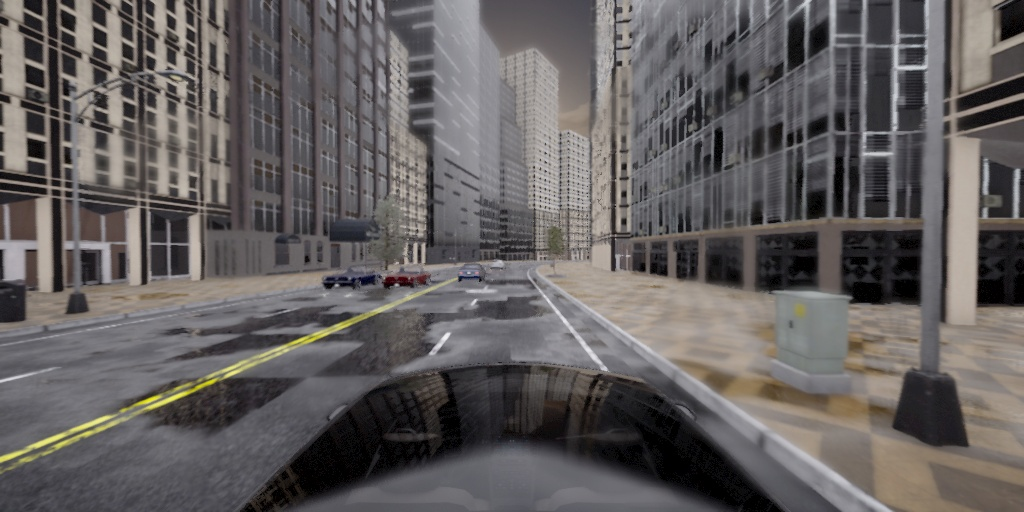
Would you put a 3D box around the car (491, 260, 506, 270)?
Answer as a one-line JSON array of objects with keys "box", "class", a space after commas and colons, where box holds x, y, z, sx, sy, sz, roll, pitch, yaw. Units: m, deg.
[{"box": [-2.026, 1.284, 53.353, 1.812, 1.442, 4.674, 0, 0, 5], "class": "car"}]

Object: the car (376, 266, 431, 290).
[{"box": [-6.572, 1.343, 22.659, 1.895, 1.301, 4.718, 0, 0, 0], "class": "car"}]

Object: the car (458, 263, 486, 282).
[{"box": [-3.156, 1.289, 28.875, 2.033, 1.411, 5.357, 0, 0, 0], "class": "car"}]

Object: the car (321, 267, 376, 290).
[{"box": [-9.824, 1.344, 22.322, 1.895, 1.301, 4.718, 0, 0, 0], "class": "car"}]
